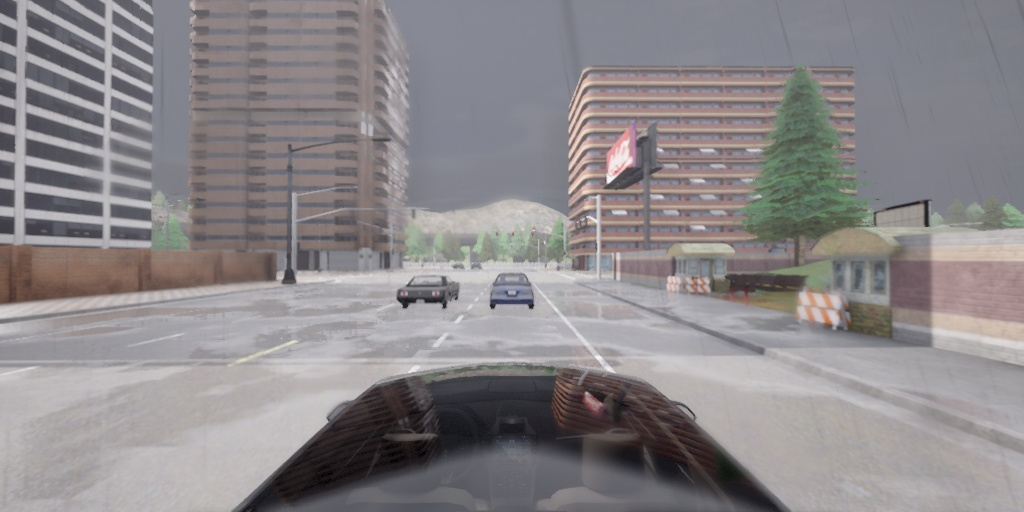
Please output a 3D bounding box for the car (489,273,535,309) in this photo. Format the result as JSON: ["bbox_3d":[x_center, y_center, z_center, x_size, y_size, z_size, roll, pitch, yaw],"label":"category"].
[{"bbox_3d":[-0.002,1.435,15.830,2.033,1.411,5.357,0,-1,0],"label":"car"}]

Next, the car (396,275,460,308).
[{"bbox_3d":[-3.501,1.490,15.945,1.895,1.301,4.718,0,-1,0],"label":"car"}]
